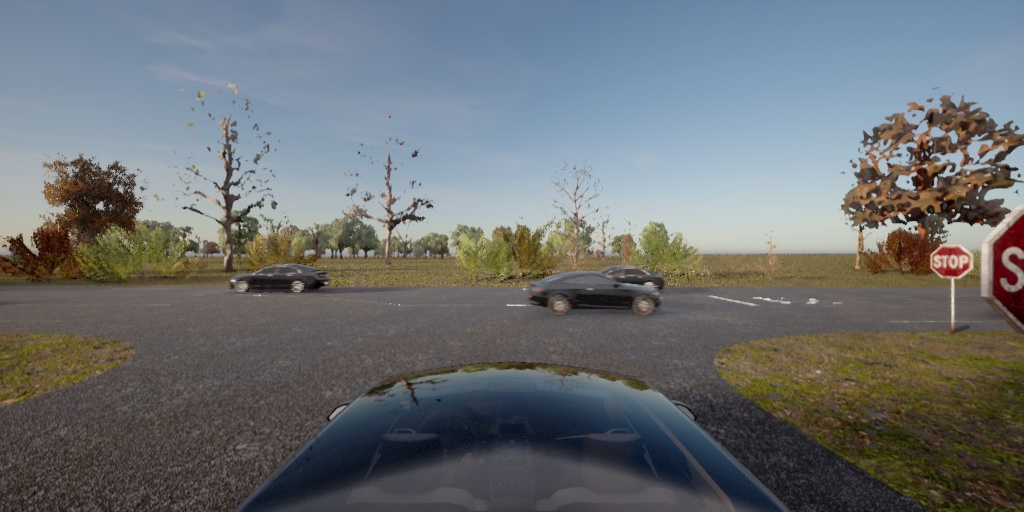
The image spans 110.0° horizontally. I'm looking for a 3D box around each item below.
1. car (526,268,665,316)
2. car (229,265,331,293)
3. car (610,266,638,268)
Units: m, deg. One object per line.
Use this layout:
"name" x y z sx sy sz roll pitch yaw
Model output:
"car" 2.842 1.276 12.770 4.674 1.442 1.812 0 0 -1
"car" -12.524 1.214 19.480 4.892 1.490 1.837 0 0 -1
"car" 5.865 1.326 19.839 4.892 1.490 1.837 0 0 -1
